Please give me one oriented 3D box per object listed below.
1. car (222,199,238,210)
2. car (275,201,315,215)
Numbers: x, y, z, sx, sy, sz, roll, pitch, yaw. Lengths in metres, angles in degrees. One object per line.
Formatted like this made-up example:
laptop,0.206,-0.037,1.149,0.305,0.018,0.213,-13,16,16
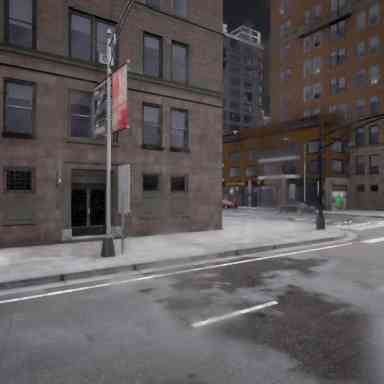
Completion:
car,4.238,1.594,43.304,1.802,1.307,4.206,0,0,-35
car,10.593,1.580,34.298,1.947,1.339,4.313,0,0,-35
